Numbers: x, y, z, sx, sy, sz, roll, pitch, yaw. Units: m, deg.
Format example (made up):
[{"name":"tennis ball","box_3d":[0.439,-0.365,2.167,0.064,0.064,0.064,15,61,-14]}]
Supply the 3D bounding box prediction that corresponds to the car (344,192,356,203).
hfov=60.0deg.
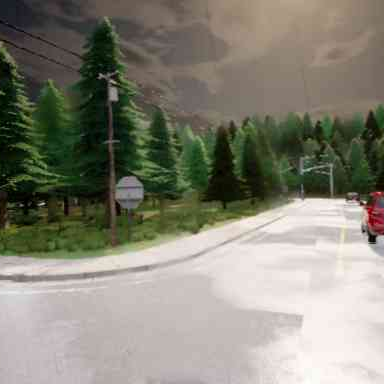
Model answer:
[{"name":"car","box_3d":[24.840,0.856,51.591,1.837,1.490,4.892,-2,-1,22]}]

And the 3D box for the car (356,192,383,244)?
[{"name":"car","box_3d":[8.556,0.984,14.245,2.150,2.045,5.566,-2,0,23]}]
